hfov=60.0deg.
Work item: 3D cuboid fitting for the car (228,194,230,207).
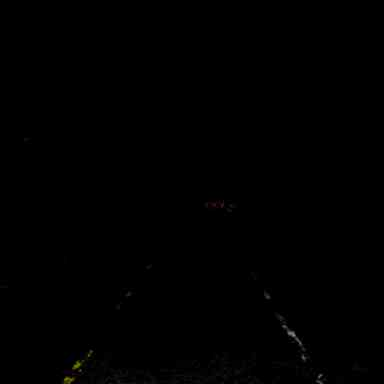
[{"bbox_3d":[4.253,1.432,47.083,2.128,1.511,4.902,0,0,10],"label":"car"}]

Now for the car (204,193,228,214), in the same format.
[{"bbox_3d":[2.514,1.306,35.447,2.097,1.767,4.553,0,0,7],"label":"car"}]

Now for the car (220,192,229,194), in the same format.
[{"bbox_3d":[7.055,1.040,74.416,2.150,2.045,5.566,0,0,15],"label":"car"}]
